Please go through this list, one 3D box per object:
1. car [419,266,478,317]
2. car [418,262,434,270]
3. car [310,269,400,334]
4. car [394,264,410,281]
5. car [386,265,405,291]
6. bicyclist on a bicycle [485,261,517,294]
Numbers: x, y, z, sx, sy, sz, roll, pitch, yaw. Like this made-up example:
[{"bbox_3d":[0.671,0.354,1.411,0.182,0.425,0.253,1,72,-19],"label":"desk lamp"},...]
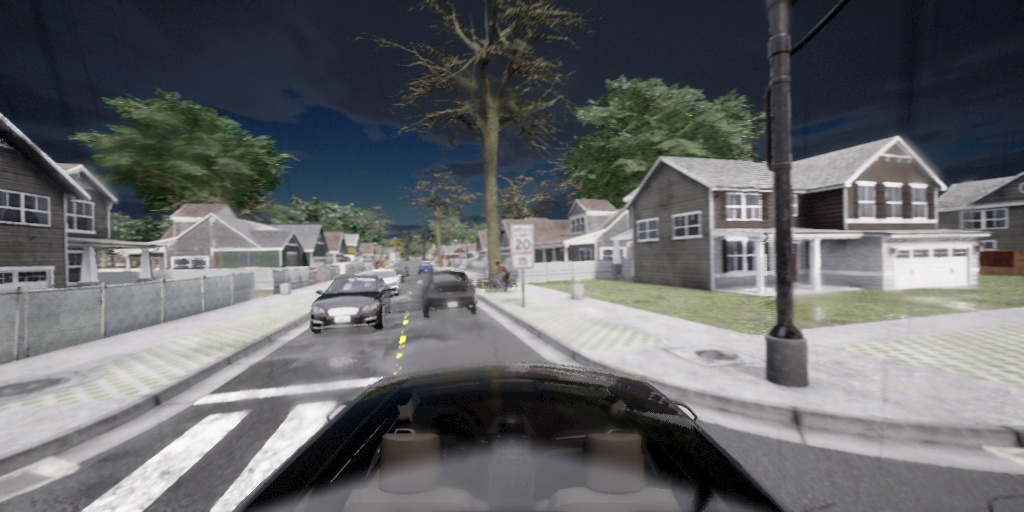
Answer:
[{"bbox_3d":[-2.511,1.317,13.799,1.837,1.490,4.892,-1,0,-15],"label":"car"},{"bbox_3d":[-10.620,1.514,44.423,1.812,1.442,4.674,-1,0,-15],"label":"car"},{"bbox_3d":[-4.927,1.363,11.479,2.128,1.511,4.902,-1,0,-15],"label":"car"},{"bbox_3d":[-9.787,1.578,29.847,1.895,1.301,4.718,-1,0,-15],"label":"car"},{"bbox_3d":[-7.273,1.448,20.320,1.812,1.442,4.674,-1,0,-15],"label":"car"},{"bbox_3d":[-0.532,1.063,17.731,1.656,1.620,0.582,-2,0,-15],"label":"bicyclist on a bicycle"}]
